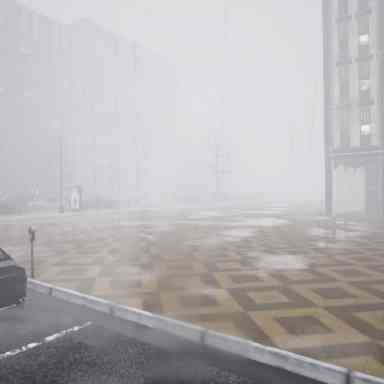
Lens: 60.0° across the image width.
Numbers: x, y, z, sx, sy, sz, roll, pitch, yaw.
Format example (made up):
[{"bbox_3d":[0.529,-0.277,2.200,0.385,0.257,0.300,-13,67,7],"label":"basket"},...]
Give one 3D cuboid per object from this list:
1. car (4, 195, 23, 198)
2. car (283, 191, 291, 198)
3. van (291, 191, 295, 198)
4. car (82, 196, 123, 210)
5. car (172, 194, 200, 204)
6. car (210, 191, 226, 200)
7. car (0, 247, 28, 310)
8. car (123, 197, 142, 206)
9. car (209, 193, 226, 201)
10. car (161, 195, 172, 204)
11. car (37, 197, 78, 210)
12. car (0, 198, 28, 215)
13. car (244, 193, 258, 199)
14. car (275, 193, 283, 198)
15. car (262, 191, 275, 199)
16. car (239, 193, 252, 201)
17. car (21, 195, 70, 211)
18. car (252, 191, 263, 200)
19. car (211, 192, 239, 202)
[{"bbox_3d":[-20.292,1.235,37.749,2.192,1.841,5.009,-1,0,36],"label":"car"},{"bbox_3d":[22.168,0.937,82.070,1.802,1.307,4.206,-1,0,36],"label":"car"},{"bbox_3d":[25.408,0.659,86.546,1.690,1.788,3.998,-1,0,36],"label":"van"},{"bbox_3d":[-10.262,1.192,37.307,1.967,1.590,4.097,-1,0,36],"label":"car"},{"bbox_3d":[-0.534,1.067,50.736,1.967,1.590,4.097,-1,0,36],"label":"car"},{"bbox_3d":[5.634,0.787,63.683,2.150,2.045,5.566,-1,0,36],"label":"car"},{"bbox_3d":[-4.990,1.555,6.609,4.403,1.369,2.008,0,-1,36],"label":"car"},{"bbox_3d":[-9.569,1.370,48.130,1.895,1.301,4.718,-1,0,36],"label":"car"},{"bbox_3d":[5.652,1.036,73.558,1.967,1.590,4.097,-1,0,36],"label":"car"},{"bbox_3d":[-3.241,1.167,56.783,1.882,1.535,5.008,-1,0,36],"label":"car"},{"bbox_3d":[-17.046,1.423,42.226,1.887,1.381,4.507,-1,0,36],"label":"car"},{"bbox_3d":[-16.747,1.419,28.355,1.802,1.307,4.206,-1,0,36],"label":"car"},{"bbox_3d":[15.383,1.047,86.987,1.947,1.339,4.313,-1,0,36],"label":"car"},{"bbox_3d":[18.924,0.943,77.593,2.008,1.369,4.403,-1,0,36],"label":"car"},{"bbox_3d":[15.679,0.746,73.117,2.192,1.841,5.009,-1,0,36],"label":"car"},{"bbox_3d":[9.196,1.053,64.165,1.887,1.381,4.507,-1,0,36],"label":"car"},{"bbox_3d":[-16.663,1.387,38.376,1.812,1.442,4.674,-1,0,36],"label":"car"},{"bbox_3d":[12.439,1.051,68.641,1.802,1.307,4.206,-1,0,36],"label":"car"},{"bbox_3d":[5.953,1.099,59.689,2.008,1.369,4.403,-1,0,36],"label":"car"}]
